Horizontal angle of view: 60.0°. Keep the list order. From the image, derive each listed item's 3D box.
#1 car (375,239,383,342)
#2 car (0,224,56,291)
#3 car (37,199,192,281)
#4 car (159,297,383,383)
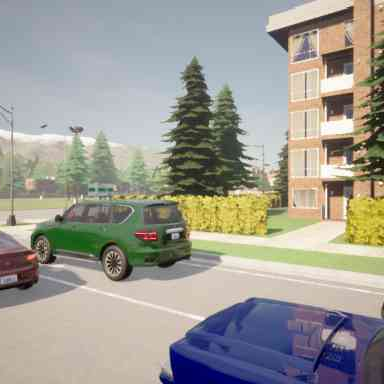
[{"bbox_3d":[5.073,1.564,4.678,4.181,1.385,1.994,0,0,35],"label":"car"},{"bbox_3d":[-5.403,1.526,7.790,4.674,1.442,1.812,0,0,36],"label":"car"},{"bbox_3d":[-2.599,1.221,10.083,5.566,2.045,2.150,0,0,36],"label":"car"},{"bbox_3d":[2.036,1.601,2.543,4.718,1.301,1.895,0,0,35],"label":"car"}]
